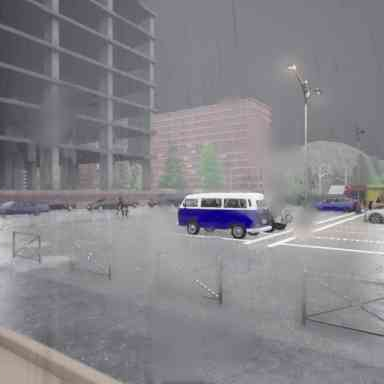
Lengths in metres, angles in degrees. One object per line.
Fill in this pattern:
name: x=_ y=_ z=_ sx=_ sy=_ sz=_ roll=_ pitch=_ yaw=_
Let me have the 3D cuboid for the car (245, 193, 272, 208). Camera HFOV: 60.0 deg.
car: x=11.046 y=1.436 z=56.138 sx=2.128 sy=1.511 sz=4.902 roll=0 pitch=0 yaw=35

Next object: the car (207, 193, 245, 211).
car: x=4.944 y=1.166 z=47.411 sx=2.150 sy=2.045 sz=5.566 roll=0 pitch=0 yaw=36

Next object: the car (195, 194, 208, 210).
car: x=2.957 y=1.449 z=50.560 sx=1.837 sy=1.490 sz=4.892 roll=0 pitch=0 yaw=35

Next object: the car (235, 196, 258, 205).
car: x=10.018 y=1.436 z=60.591 sx=2.128 sy=1.511 sz=4.902 roll=0 pitch=0 yaw=35

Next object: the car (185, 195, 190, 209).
car: x=-3.250 y=1.166 z=54.168 sx=2.150 sy=2.045 sz=5.566 roll=0 pitch=0 yaw=35

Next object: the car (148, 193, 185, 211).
car: x=-3.841 y=1.166 z=47.305 sx=2.150 sy=2.045 sz=5.566 roll=0 pitch=0 yaw=35

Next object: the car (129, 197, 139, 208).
car: x=-9.376 y=1.436 z=45.547 sx=2.128 sy=1.511 sz=4.902 roll=0 pitch=0 yaw=35

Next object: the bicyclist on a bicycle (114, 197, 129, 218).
bicyclist on a bicycle: x=-5.482 y=1.248 z=25.945 sx=1.656 sy=1.620 sz=0.582 roll=0 pitch=0 yaw=35

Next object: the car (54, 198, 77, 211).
car: x=-15.297 y=1.436 z=37.159 sx=2.128 sy=1.511 sz=4.902 roll=0 pitch=0 yaw=35

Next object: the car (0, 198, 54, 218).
car: x=-15.837 y=1.492 z=30.320 sx=2.033 sy=1.411 sz=5.357 roll=0 pitch=0 yaw=35

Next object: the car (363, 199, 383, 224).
car: x=13.270 y=1.395 z=21.463 sx=3.806 sy=1.475 sz=1.970 roll=0 pitch=0 yaw=36

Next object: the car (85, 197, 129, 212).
car: x=-10.015 y=1.449 z=38.577 sx=1.837 sy=1.490 sz=4.892 roll=0 pitch=0 yaw=35
